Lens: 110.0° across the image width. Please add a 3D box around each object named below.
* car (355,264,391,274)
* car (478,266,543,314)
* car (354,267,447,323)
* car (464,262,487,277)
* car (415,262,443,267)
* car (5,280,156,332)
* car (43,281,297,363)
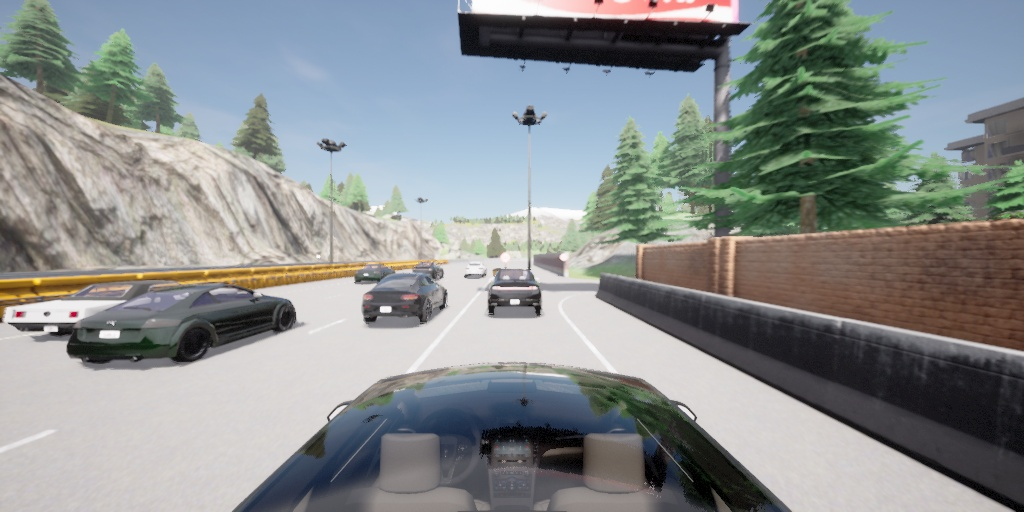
[{"bbox_3d":[-10.422,1.308,27.612,1.994,1.385,4.181,0,0,0],"label":"car"},{"bbox_3d":[0.091,1.237,13.656,2.128,1.511,4.902,0,0,0],"label":"car"},{"bbox_3d":[-3.407,1.273,11.971,1.812,1.442,4.674,0,0,0],"label":"car"},{"bbox_3d":[-3.442,1.267,34.558,1.812,1.442,4.674,0,0,0],"label":"car"},{"bbox_3d":[-6.926,1.234,29.878,2.128,1.511,4.902,0,0,0],"label":"car"},{"bbox_3d":[-10.407,1.349,10.319,1.895,1.301,4.718,0,0,0],"label":"car"},{"bbox_3d":[-6.904,1.313,8.159,1.994,1.385,4.181,0,0,0],"label":"car"}]
